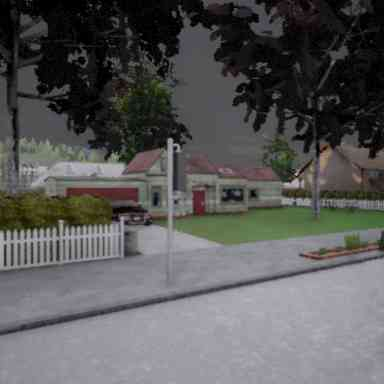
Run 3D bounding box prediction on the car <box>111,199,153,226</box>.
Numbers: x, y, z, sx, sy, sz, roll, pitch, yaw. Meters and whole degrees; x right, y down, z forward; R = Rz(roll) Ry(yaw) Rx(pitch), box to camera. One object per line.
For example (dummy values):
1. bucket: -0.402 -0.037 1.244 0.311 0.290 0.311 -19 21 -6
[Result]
1. car: -3.667 1.072 17.541 1.994 1.381 4.181 0 1 -32
